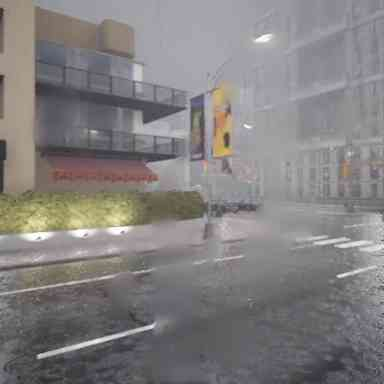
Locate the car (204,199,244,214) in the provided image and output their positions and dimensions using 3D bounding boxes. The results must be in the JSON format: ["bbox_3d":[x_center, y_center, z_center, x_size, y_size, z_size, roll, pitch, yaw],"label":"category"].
[{"bbox_3d":[2.863,1.477,34.579,1.812,1.442,4.674,0,0,-35],"label":"car"}]

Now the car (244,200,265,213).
[{"bbox_3d":[5.713,1.545,36.610,1.895,1.301,4.718,0,0,-35],"label":"car"}]
